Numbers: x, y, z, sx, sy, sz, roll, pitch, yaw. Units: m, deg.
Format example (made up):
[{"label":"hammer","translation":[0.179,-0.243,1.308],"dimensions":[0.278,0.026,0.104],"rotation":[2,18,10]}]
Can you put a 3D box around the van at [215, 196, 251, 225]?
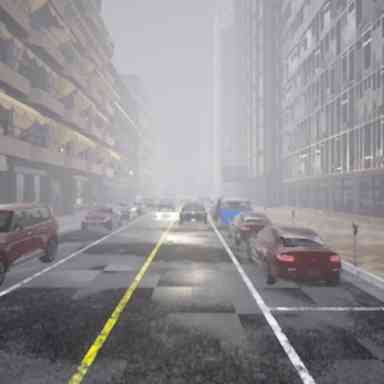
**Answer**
[{"label":"van","translation":[2.571,1.253,20.126],"dimensions":[1.690,1.788,3.998],"rotation":[1,0,0]}]

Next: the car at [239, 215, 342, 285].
[{"label":"car","translation":[2.571,1.540,9.057],"dimensions":[1.802,1.307,4.206],"rotation":[1,0,0]}]

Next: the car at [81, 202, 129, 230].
[{"label":"car","translation":[-5.311,1.494,20.116],"dimensions":[1.802,1.307,4.206],"rotation":[1,0,0]}]

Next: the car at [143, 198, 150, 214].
[{"label":"car","translation":[-5.313,1.451,31.188],"dimensions":[1.802,1.307,4.206],"rotation":[1,0,0]}]

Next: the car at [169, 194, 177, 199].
[{"label":"car","translation":[-5.321,1.254,92.084],"dimensions":[2.008,1.369,4.403],"rotation":[0,0,0]}]

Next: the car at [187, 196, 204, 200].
[{"label":"car","translation":[0.080,1.439,39.617],"dimensions":[1.895,1.301,4.718],"rotation":[0,0,0]}]

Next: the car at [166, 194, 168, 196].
[{"label":"car","translation":[-5.315,1.337,53.333],"dimensions":[1.887,1.381,4.507],"rotation":[0,0,0]}]

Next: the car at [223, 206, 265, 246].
[{"label":"car","translation":[2.570,1.516,14.594],"dimensions":[1.802,1.307,4.206],"rotation":[1,0,0]}]

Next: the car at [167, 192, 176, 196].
[{"label":"car","translation":[-5.318,1.177,75.475],"dimensions":[1.967,1.590,4.097],"rotation":[0,0,0]}]

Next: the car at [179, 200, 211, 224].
[{"label":"car","translation":[0.089,1.499,23.490],"dimensions":[1.895,1.301,4.718],"rotation":[0,0,0]}]

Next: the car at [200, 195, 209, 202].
[{"label":"car","translation":[2.562,1.274,70.118],"dimensions":[1.752,1.417,4.829],"rotation":[0,0,0]}]

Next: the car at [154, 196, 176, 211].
[{"label":"car","translation":[-2.849,1.445,37.728],"dimensions":[1.895,1.301,4.718],"rotation":[0,0,0]}]

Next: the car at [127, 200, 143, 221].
[{"label":"car","translation":[-5.312,1.440,25.652],"dimensions":[2.008,1.369,4.403],"rotation":[1,0,0]}]

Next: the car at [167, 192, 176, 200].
[{"label":"car","translation":[-5.318,1.028,86.547],"dimensions":[2.192,1.841,5.009],"rotation":[0,0,0]}]

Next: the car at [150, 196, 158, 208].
[{"label":"car","translation":[-5.314,1.373,42.260],"dimensions":[1.887,1.381,4.507],"rotation":[1,0,0]}]

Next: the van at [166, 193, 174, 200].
[{"label":"van","translation":[-5.318,1.066,81.011],"dimensions":[1.690,1.788,3.998],"rotation":[0,0,0]}]

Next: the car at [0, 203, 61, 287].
[{"label":"car","translation":[-5.307,1.273,9.044],"dimensions":[2.192,1.841,5.009],"rotation":[1,0,0]}]

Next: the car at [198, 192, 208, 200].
[{"label":"car","translation":[2.562,1.040,81.020],"dimensions":[2.192,1.841,5.009],"rotation":[0,0,0]}]

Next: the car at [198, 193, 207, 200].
[{"label":"car","translation":[2.563,1.328,64.412],"dimensions":[1.947,1.339,4.313],"rotation":[0,0,0]}]

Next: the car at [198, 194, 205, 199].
[{"label":"car","translation":[2.559,1.284,92.093],"dimensions":[1.802,1.307,4.206],"rotation":[0,0,0]}]

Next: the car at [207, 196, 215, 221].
[{"label":"car","translation":[2.570,1.204,25.662],"dimensions":[2.192,1.841,5.009],"rotation":[1,0,0]}]
